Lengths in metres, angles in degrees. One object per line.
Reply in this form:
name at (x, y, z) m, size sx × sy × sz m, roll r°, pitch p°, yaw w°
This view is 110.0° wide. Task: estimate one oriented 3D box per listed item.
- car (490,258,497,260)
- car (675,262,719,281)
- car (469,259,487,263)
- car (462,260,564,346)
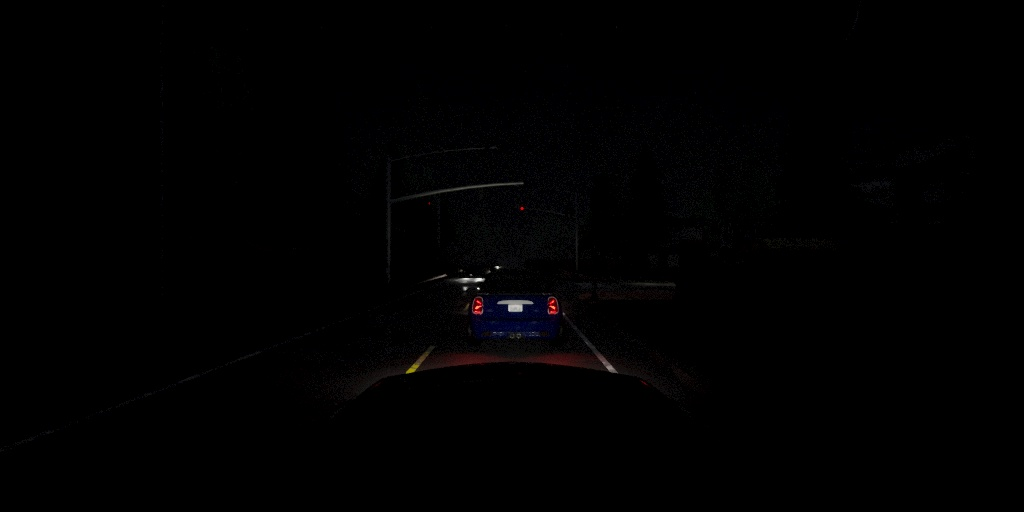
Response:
car at (-3.597, 1.227, 50.390) m, size 1.882 × 1.535 × 5.008 m, roll 0°, pitch 0°, yaw 0°
car at (14.866, 1.261, 27.094) m, size 4.553 × 1.767 × 2.097 m, roll 0°, pitch 0°, yaw 5°
car at (-3.601, 1.297, 34.229) m, size 2.033 × 1.411 × 5.357 m, roll 0°, pitch 0°, yaw 0°
car at (0.078, 1.102, 9.560) m, size 2.097 × 1.767 × 4.553 m, roll 0°, pitch 0°, yaw 0°
